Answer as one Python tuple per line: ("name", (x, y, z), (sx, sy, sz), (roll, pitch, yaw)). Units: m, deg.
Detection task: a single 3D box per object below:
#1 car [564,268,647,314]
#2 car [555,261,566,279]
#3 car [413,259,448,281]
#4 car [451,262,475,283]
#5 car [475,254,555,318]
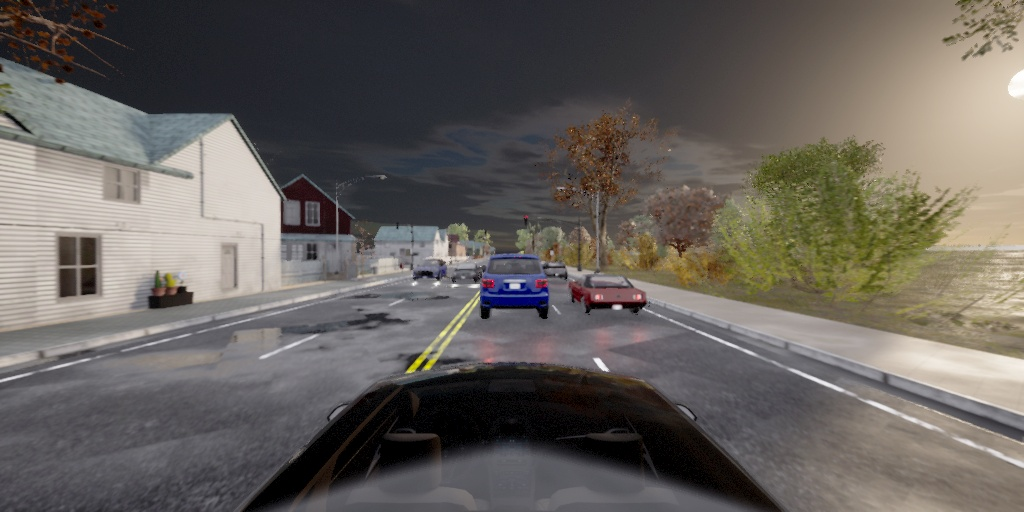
("car", (3.330, 1.319, 13.507), (1.895, 1.301, 4.718), (0, 0, 0))
("car", (3.327, 1.163, 28.836), (2.128, 1.511, 4.902), (0, 0, 0))
("car", (-6.589, 1.021, 29.342), (2.097, 1.767, 4.553), (0, 0, 0))
("car", (-3.343, 1.204, 26.976), (1.812, 1.442, 4.674), (0, 0, 0))
("car", (0.072, 0.944, 13.026), (2.150, 2.045, 5.566), (0, 0, 0))
